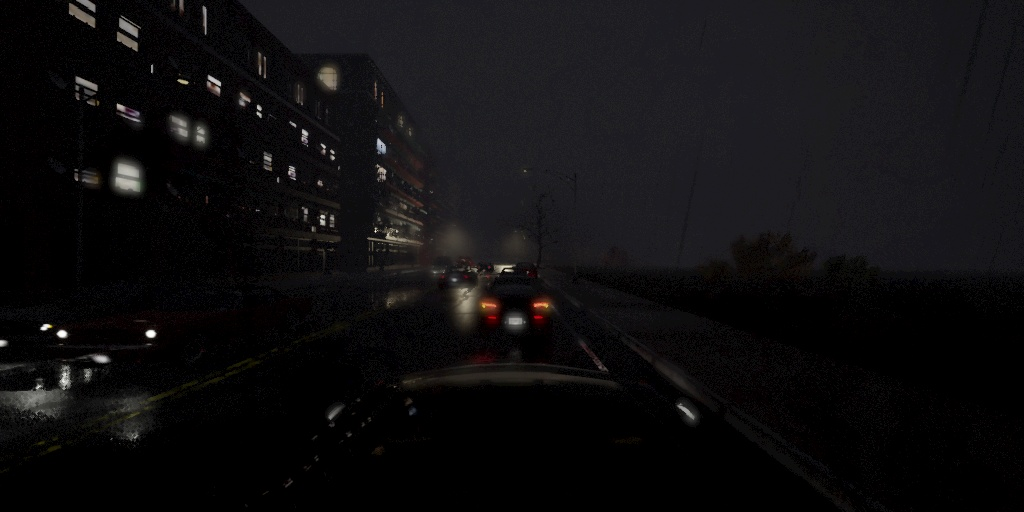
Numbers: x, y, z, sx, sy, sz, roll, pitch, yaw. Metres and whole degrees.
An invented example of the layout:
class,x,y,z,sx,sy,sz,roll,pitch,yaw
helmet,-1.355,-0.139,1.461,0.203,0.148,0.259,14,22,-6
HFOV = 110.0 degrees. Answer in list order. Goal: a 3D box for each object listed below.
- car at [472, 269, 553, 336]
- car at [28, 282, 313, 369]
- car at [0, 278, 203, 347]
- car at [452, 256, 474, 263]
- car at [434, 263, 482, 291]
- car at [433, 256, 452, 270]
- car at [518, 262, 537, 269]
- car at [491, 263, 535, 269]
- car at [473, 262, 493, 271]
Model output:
class,x,y,z,sx,sy,sz,roll,pitch,yaw
car,0.073,1.277,10.250,1.812,1.442,4.674,0,0,0
car,-6.613,1.352,7.982,1.895,1.301,4.718,0,0,0
car,-9.867,1.299,9.580,2.033,1.411,5.357,0,0,0
car,-6.708,0.975,51.627,2.150,2.045,5.566,0,0,0
car,-3.195,1.317,21.867,1.994,1.385,4.181,0,0,0
car,-9.954,0.975,52.012,2.150,2.045,5.566,0,0,0
car,1.075,1.232,29.945,1.882,1.535,5.008,0,0,0
car,0.060,1.317,20.417,1.994,1.385,4.181,0,0,0
car,-3.242,1.354,43.934,1.895,1.301,4.718,0,0,0
